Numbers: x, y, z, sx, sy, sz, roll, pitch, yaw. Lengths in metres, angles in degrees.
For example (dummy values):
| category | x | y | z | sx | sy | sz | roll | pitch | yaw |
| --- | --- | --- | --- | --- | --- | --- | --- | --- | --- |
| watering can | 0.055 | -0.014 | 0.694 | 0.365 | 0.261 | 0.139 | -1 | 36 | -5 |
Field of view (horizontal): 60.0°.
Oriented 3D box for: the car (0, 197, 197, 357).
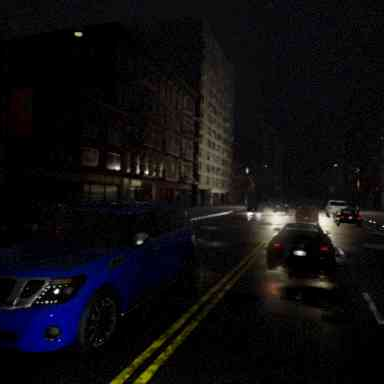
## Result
| category | x | y | z | sx | sy | sz | roll | pitch | yaw |
| --- | --- | --- | --- | --- | --- | --- | --- | --- | --- |
| car | -1.609 | 1.207 | 6.568 | 2.150 | 2.045 | 5.566 | 2 | 0 | 20 |

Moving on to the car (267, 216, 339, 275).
| category | x | y | z | sx | sy | sz | roll | pitch | yaw |
| --- | --- | --- | --- | --- | --- | --- | --- | --- | --- |
| car | 3.759 | 1.749 | 11.398 | 1.994 | 1.385 | 4.181 | 2 | 0 | 20 |

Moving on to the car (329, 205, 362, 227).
| category | x | y | z | sx | sy | sz | roll | pitch | yaw |
| --- | --- | --- | --- | --- | --- | --- | --- | --- | --- |
| car | 13.329 | 2.141 | 28.660 | 2.033 | 1.411 | 5.357 | 2 | 0 | 19 |

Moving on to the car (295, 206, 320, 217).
| category | x | y | z | sx | sy | sz | roll | pitch | yaw |
| --- | --- | --- | --- | --- | --- | --- | --- | --- | --- |
| car | 9.927 | 1.962 | 28.741 | 1.882 | 1.535 | 5.008 | 2 | 0 | 20 |

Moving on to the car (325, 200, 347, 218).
| category | x | y | z | sx | sy | sz | roll | pitch | yaw |
| --- | --- | --- | --- | --- | --- | --- | --- | --- | --- |
| car | 16.953 | 1.996 | 39.078 | 2.150 | 2.045 | 5.566 | 2 | 0 | 20 |

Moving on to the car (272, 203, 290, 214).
| category | x | y | z | sx | sy | sz | roll | pitch | yaw |
| --- | --- | --- | --- | --- | --- | --- | --- | --- | --- |
| car | 12.092 | 2.179 | 45.125 | 1.812 | 1.442 | 4.674 | 2 | 0 | 20 |

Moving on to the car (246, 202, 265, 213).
| category | x | y | z | sx | sy | sz | roll | pitch | yaw |
| --- | --- | --- | --- | --- | --- | --- | --- | --- | --- |
| car | 8.715 | 2.110 | 45.324 | 1.994 | 1.385 | 4.181 | 2 | 0 | 20 |
